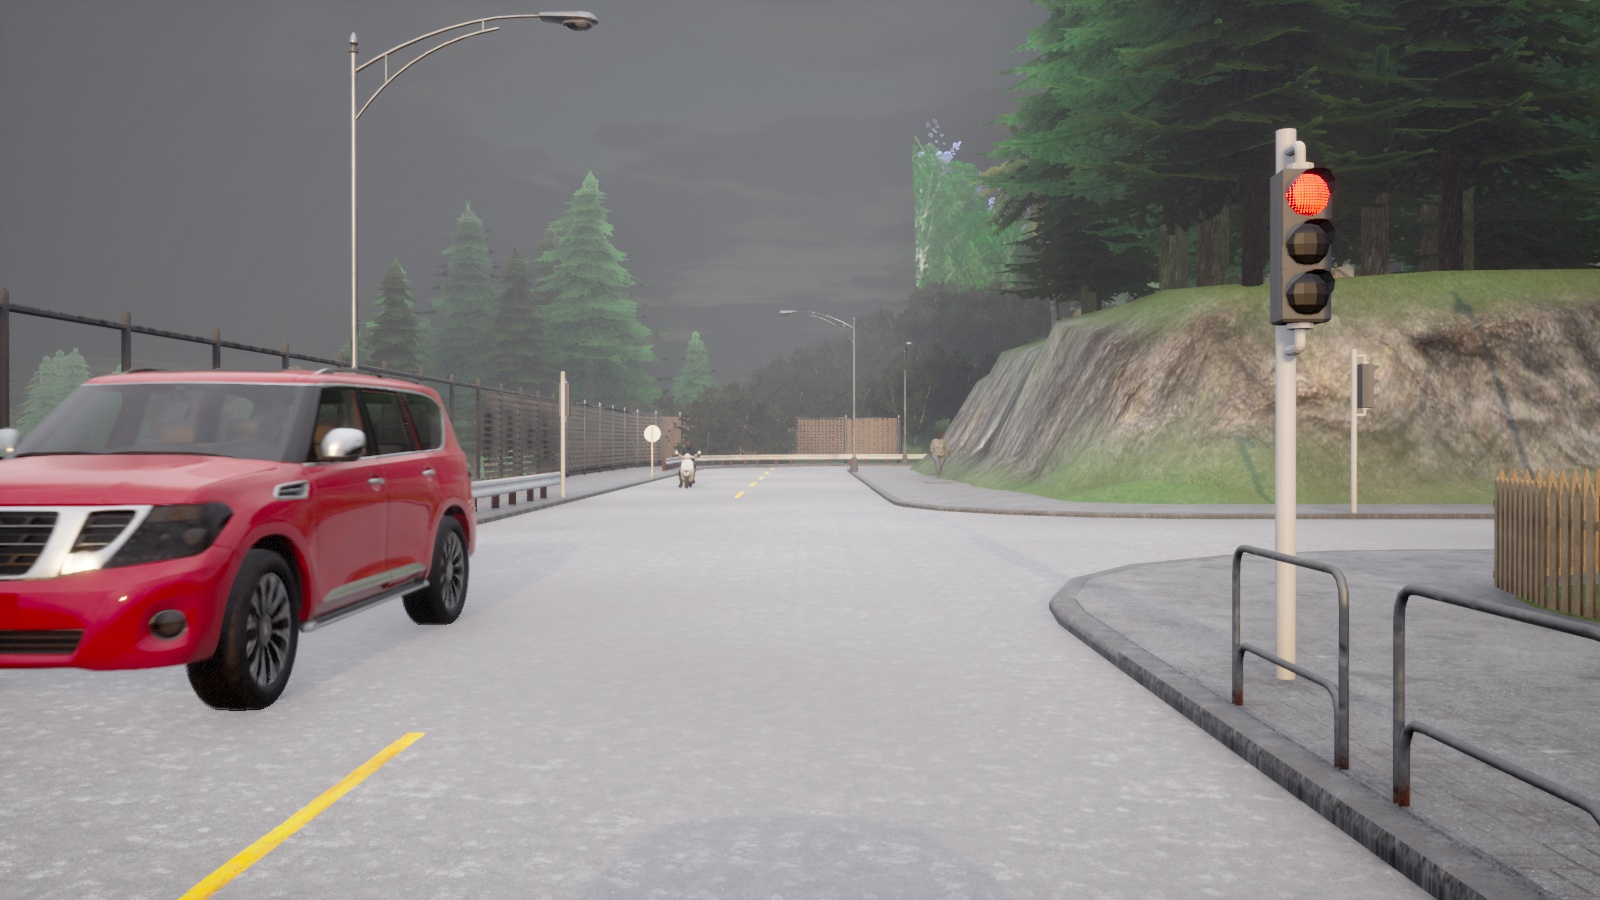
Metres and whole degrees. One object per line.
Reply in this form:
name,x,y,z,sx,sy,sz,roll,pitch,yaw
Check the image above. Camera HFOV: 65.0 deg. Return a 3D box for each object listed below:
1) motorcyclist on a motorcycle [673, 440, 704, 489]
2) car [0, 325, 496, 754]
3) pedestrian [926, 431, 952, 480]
motorcyclist on a motorcycle,-3.707,0.461,41.817,0.866,1.590,1.817,0,0,0
car,-3.975,0.413,8.802,2.150,2.045,5.566,0,0,2
pedestrian,5.295,0.190,47.985,0.874,1.855,0.900,0,0,-1
